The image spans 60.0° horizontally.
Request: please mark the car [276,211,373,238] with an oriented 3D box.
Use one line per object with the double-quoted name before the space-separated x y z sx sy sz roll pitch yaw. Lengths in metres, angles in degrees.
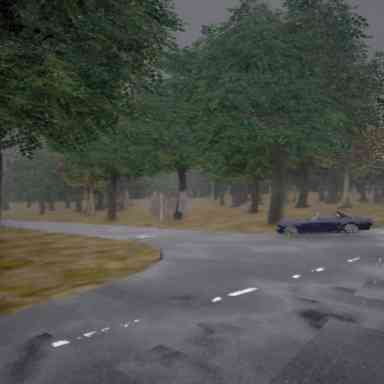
"car" 6.922 1.704 17.862 4.718 1.301 1.895 -5 -4 18
